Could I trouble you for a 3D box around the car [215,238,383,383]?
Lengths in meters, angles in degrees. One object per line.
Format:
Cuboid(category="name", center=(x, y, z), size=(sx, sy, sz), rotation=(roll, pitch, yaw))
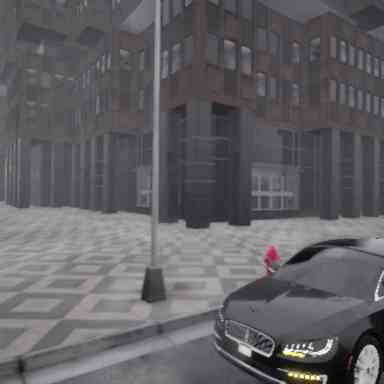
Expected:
Cuboid(category="car", center=(2.530, 1.548, 5.202), size=(4.892, 1.490, 1.837), rotation=(1, 0, -37))
